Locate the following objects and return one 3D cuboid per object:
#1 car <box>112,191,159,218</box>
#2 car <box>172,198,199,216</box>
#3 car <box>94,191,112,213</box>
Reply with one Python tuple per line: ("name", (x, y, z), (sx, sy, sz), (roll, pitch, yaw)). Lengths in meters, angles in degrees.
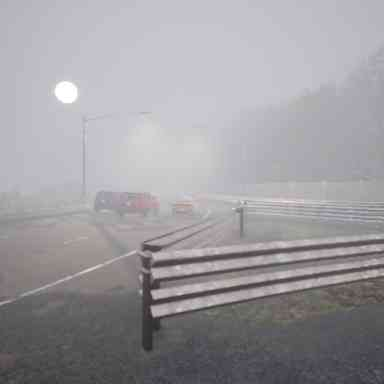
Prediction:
("car", (-4.269, 0.952, 27.127), (2.150, 2.045, 5.566), (1, 1, 8))
("car", (-0.490, 1.232, 29.257), (1.882, 1.535, 5.008), (1, 1, 7))
("car", (-7.271, 0.887, 31.172), (2.150, 2.045, 5.566), (1, 1, 7))
